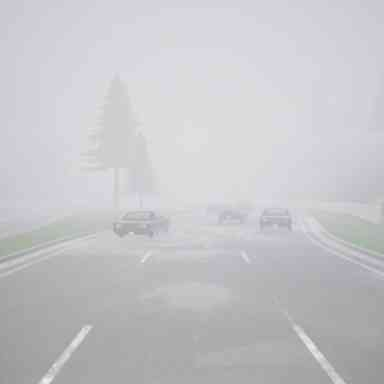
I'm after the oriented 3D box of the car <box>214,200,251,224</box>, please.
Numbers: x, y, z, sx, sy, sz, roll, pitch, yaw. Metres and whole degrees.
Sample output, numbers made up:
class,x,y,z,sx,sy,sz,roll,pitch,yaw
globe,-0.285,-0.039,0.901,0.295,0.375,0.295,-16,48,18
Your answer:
class,x,y,z,sx,sy,sz,roll,pitch,yaw
car,3.248,1.636,26.121,1.812,1.442,4.674,0,0,16

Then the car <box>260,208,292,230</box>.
class,x,y,z,sx,sy,sz,roll,pitch,yaw
car,5.522,1.692,21.726,1.895,1.301,4.718,0,0,16

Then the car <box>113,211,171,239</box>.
class,x,y,z,sx,sy,sz,roll,pitch,yaw
car,-2.507,1.677,18.040,1.895,1.301,4.718,0,0,10

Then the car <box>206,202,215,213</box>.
class,x,y,z,sx,sy,sz,roll,pitch,yaw
car,2.837,1.762,38.318,1.895,1.301,4.718,0,0,12
